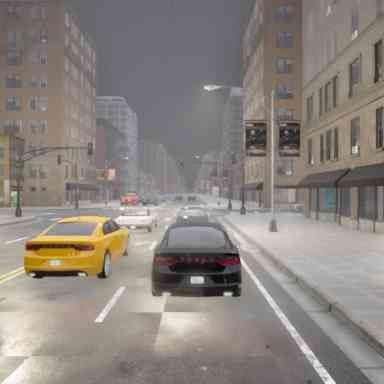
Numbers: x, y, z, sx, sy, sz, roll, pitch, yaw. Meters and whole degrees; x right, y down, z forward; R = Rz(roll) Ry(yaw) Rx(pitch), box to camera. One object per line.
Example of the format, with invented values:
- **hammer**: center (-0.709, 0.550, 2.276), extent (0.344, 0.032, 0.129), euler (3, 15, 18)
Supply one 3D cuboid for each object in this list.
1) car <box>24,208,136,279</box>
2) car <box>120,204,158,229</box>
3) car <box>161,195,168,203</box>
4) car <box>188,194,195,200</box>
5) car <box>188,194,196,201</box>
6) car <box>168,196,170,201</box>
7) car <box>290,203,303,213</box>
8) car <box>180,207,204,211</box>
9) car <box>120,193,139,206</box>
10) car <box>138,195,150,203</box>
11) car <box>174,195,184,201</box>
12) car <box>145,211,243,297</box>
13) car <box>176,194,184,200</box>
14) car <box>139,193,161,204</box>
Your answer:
- **car**: center (-3.154, 1.477, 10.108), extent (1.882, 1.535, 5.008), euler (0, 0, 0)
- **car**: center (-3.155, 1.600, 20.003), extent (1.895, 1.301, 4.718), euler (0, 0, 0)
- **car**: center (-6.517, 1.511, 69.033), extent (1.812, 1.442, 4.674), euler (0, 0, 0)
- **car**: center (-0.022, 1.325, 91.211), extent (1.882, 1.535, 5.008), euler (0, 0, 0)
- **car**: center (-0.019, 1.457, 80.791), extent (1.882, 1.535, 5.008), euler (0, 0, 0)
- **car**: center (-6.520, 1.502, 83.361), extent (1.812, 1.442, 4.674), euler (0, 0, 0)
- **car**: center (13.418, 1.564, 37.430), extent (4.674, 1.442, 1.812), euler (0, 0, 0)
- **car**: center (-0.004, 1.547, 18.442), extent (2.033, 1.411, 5.357), euler (0, 0, 0)
- **car**: center (-9.860, 1.215, 52.645), extent (2.150, 2.045, 5.566), euler (0, 0, 1)
- **car**: center (-9.770, 1.485, 68.037), extent (1.837, 1.490, 4.892), euler (0, 1, 0)
- **car**: center (-3.269, 1.479, 80.790), extent (1.837, 1.490, 4.892), euler (0, 0, 0)
- **car**: center (0.098, 1.478, 8.623), extent (1.882, 1.535, 5.008), euler (0, 0, 0)
- **car**: center (-3.272, 1.387, 91.210), extent (2.033, 1.411, 5.357), euler (0, 0, 0)
- **car**: center (-6.602, 1.216, 52.934), extent (2.150, 2.045, 5.566), euler (0, 0, 0)
